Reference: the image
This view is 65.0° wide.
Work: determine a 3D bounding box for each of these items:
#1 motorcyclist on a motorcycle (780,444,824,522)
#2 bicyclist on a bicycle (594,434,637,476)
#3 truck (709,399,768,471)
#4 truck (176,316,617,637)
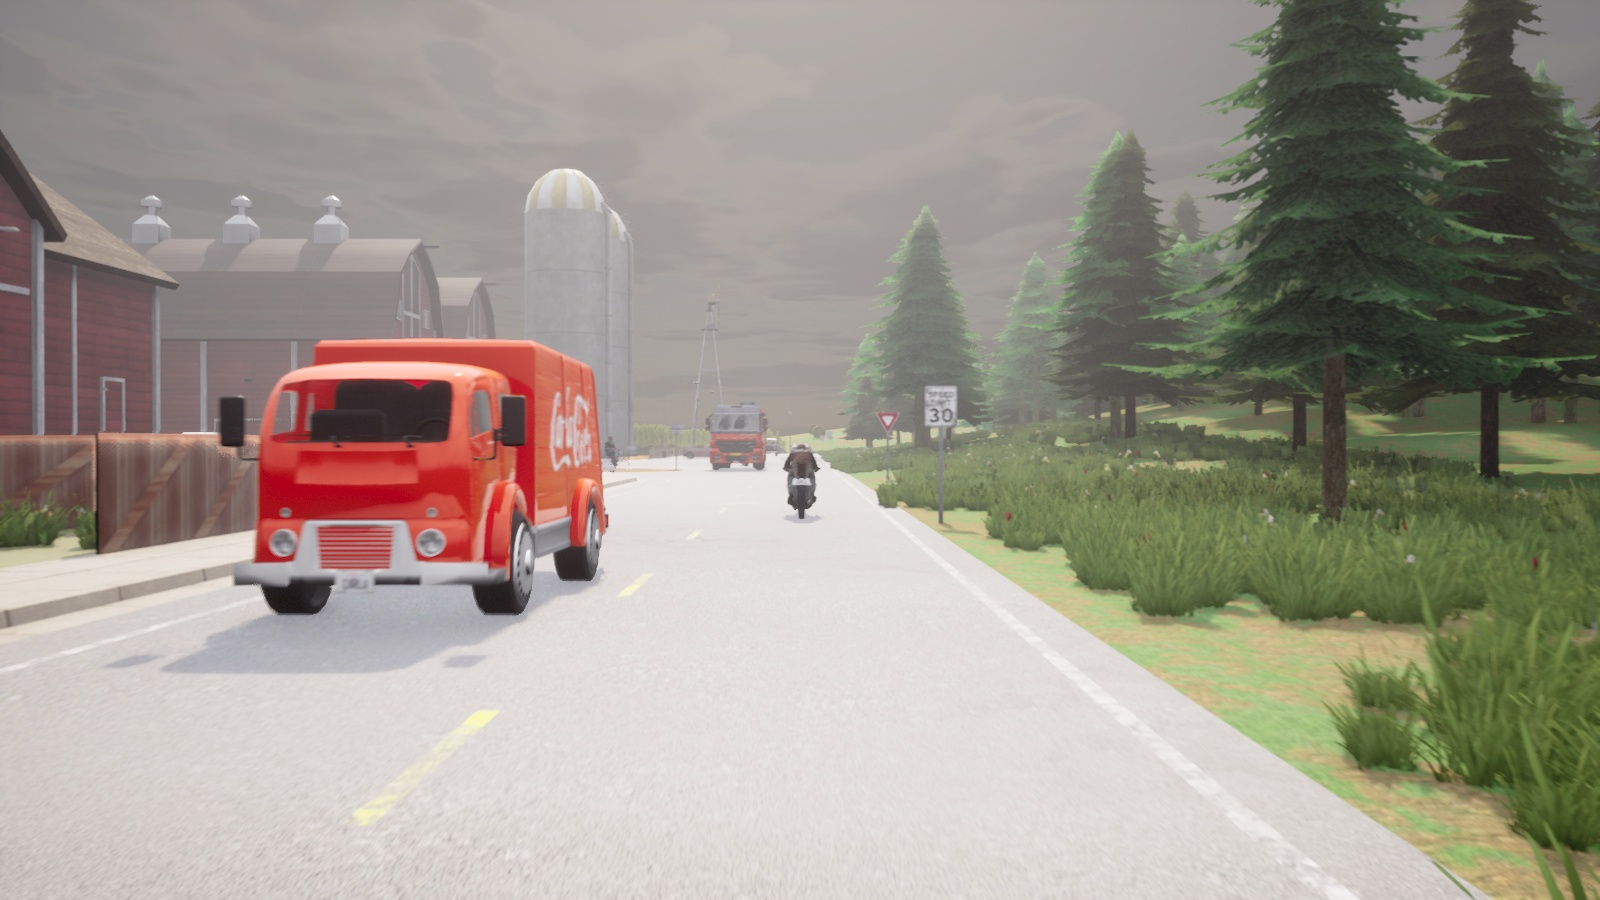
[{"bbox_3d":[0.039,0.637,25.656,0.866,1.530,2.191,0,0,0],"label":"motorcyclist on a motorcycle"},{"bbox_3d":[-8.052,0.207,54.869,1.843,1.776,0.659,1,1,31],"label":"bicyclist on a bicycle"},{"bbox_3d":[-3.405,-0.824,71.438,2.891,3.827,8.468,0,0,0],"label":"truck"},{"bbox_3d":[-3.476,0.188,12.248,2.627,2.467,5.204,0,0,0],"label":"truck"}]
